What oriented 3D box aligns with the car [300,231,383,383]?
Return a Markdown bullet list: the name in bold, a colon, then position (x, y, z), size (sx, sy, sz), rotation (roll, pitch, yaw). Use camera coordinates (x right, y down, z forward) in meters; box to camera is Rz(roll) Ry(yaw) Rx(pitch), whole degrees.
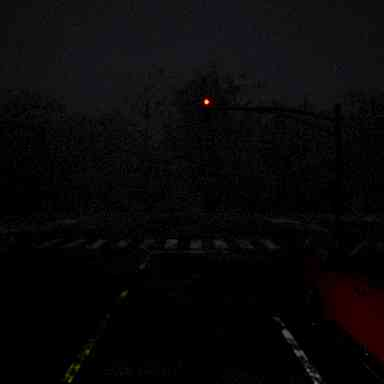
- **car**: position (2.840, 1.314, 3.653), size (2.192, 1.841, 5.009), rotation (1, 0, 0)
